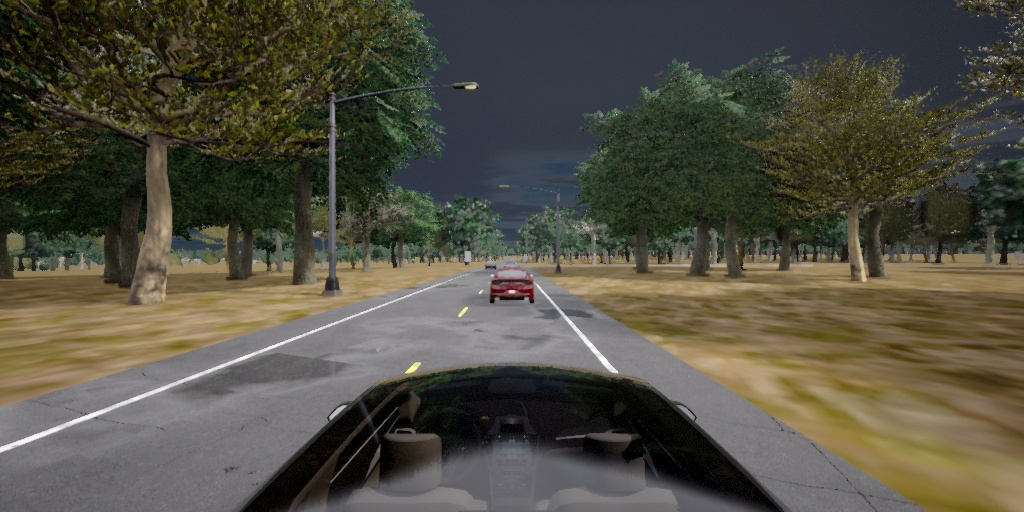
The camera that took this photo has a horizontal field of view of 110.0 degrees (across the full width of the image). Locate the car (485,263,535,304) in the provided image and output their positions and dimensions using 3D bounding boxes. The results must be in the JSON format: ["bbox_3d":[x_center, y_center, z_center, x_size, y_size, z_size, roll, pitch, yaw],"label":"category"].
[{"bbox_3d":[0.000,1.253,16.502,1.882,1.535,5.008,0,0,0],"label":"car"}]

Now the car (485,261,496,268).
[{"bbox_3d":[-3.500,1.527,60.105,1.882,1.535,5.008,0,0,0],"label":"car"}]

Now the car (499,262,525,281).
[{"bbox_3d":[0.000,1.324,31.503,2.128,1.511,4.902,0,0,0],"label":"car"}]
